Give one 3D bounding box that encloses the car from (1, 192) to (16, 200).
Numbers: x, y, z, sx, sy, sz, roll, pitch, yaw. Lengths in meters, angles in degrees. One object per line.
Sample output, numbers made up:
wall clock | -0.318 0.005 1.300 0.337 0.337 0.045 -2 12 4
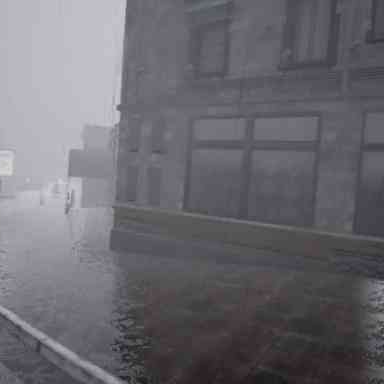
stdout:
car | -35.700 0.708 64.734 1.994 1.385 4.181 3 0 -19
